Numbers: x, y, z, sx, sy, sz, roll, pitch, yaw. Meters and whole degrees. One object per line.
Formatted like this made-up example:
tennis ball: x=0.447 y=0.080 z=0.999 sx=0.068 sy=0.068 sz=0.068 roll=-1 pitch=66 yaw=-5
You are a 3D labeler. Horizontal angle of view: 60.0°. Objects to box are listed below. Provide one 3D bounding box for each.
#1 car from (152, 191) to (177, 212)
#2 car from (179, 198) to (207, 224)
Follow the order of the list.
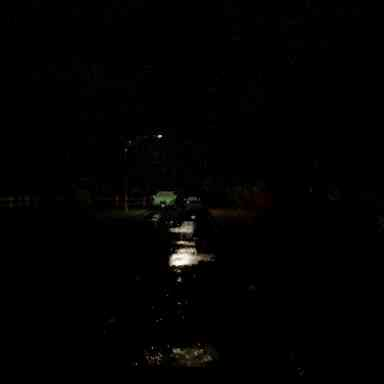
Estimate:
car: x=-2.785 y=0.960 z=34.623 sx=2.150 sy=2.045 sz=5.566 roll=0 pitch=0 yaw=0
car: x=0.077 y=1.352 z=22.651 sx=1.812 sy=1.442 sz=4.674 roll=0 pitch=0 yaw=0
